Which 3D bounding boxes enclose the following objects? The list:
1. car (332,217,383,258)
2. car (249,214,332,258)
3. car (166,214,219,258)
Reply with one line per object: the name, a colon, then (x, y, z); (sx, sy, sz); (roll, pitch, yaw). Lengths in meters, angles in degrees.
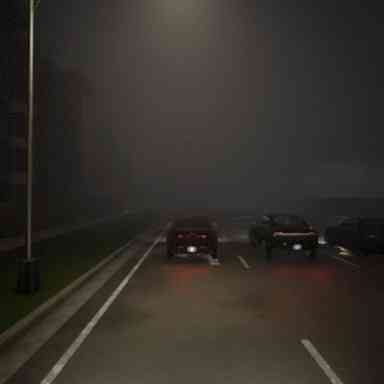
car: (7.014, 1.716, 13.511); (1.994, 1.385, 4.181); (0, -1, 1)
car: (3.515, 1.644, 13.474); (2.128, 1.511, 4.902); (0, 0, 0)
car: (0.015, 1.658, 13.477); (1.837, 1.490, 4.892); (0, 0, 0)
